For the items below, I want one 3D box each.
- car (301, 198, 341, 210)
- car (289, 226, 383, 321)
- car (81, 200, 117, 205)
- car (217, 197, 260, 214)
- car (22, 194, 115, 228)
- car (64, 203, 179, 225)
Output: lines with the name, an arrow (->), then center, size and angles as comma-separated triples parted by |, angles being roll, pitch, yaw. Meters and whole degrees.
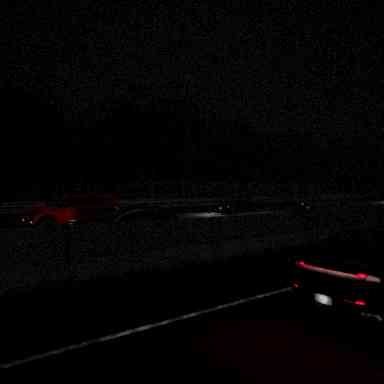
car -> 13.648, 1.284, 35.182 | 4.718, 1.301, 1.895 | -1, 1, -35
car -> 4.026, 1.441, 6.610 | 4.902, 1.511, 2.128 | -1, 0, -35
car -> -3.311, 1.419, 18.817 | 5.008, 1.535, 1.882 | -1, 0, -35
car -> 4.674, 1.290, 33.092 | 4.892, 1.490, 1.837 | -1, 1, -35
car -> -7.232, 1.179, 20.318 | 5.566, 2.045, 2.150 | -1, 1, -35
car -> -2.777, 1.448, 14.900 | 4.902, 1.511, 2.128 | -1, 0, -35
